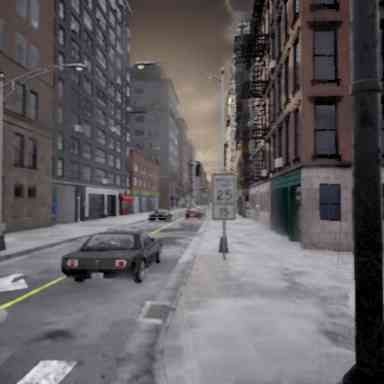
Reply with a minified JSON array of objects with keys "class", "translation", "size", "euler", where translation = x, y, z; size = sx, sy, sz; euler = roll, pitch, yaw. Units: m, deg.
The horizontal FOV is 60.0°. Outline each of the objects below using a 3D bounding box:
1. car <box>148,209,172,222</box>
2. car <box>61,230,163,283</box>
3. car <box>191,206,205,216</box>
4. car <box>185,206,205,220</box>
[{"class":"car","translation":[-3.335,2.506,35.410],"size":[1.895,1.301,4.718],"euler":[0,-2,5]},{"class":"car","translation":[-2.143,1.826,10.348],"size":[1.895,1.301,4.718],"euler":[0,-2,4]},{"class":"car","translation":[0.948,2.879,51.087],"size":[1.812,1.442,4.674],"euler":[0,-2,4]},{"class":"car","translation":[0.201,2.576,40.671],"size":[1.812,1.442,4.674],"euler":[0,-2,5]}]
